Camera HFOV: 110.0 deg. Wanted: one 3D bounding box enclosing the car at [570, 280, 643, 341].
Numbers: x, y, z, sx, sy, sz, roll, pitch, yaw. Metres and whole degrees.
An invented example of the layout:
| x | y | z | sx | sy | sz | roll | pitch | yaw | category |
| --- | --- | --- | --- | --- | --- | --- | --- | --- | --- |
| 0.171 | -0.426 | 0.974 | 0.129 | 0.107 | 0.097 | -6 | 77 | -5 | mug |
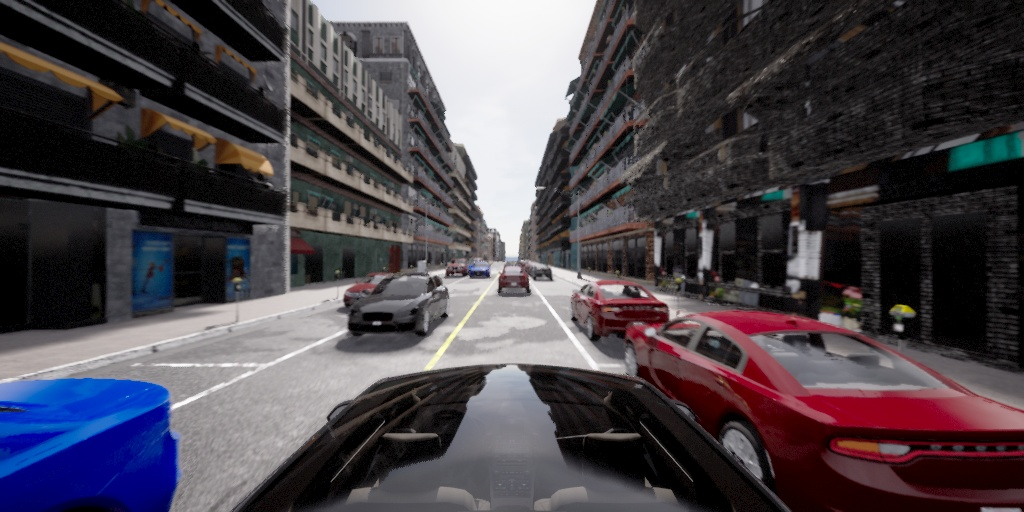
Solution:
| x | y | z | sx | sy | sz | roll | pitch | yaw | category |
| --- | --- | --- | --- | --- | --- | --- | --- | --- | --- |
| 2.692 | 1.324 | 9.851 | 1.888 | 1.381 | 4.507 | 0 | 0 | 0 | car |

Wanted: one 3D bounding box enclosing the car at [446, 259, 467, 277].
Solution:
| x | y | z | sx | sy | sz | roll | pitch | yaw | category |
| --- | --- | --- | --- | --- | --- | --- | --- | --- | --- |
| -5.687 | 1.197 | 38.185 | 2.192 | 1.841 | 5.009 | 0 | 0 | 0 | car |

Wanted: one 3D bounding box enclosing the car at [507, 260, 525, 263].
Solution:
| x | y | z | sx | sy | sz | roll | pitch | yaw | category |
| --- | --- | --- | --- | --- | --- | --- | --- | --- | --- |
| 0.105 | 1.243 | 41.041 | 2.097 | 1.767 | 4.553 | 0 | 0 | 0 | car |

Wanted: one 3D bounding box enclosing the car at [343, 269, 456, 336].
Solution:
| x | y | z | sx | sy | sz | roll | pitch | yaw | category |
| --- | --- | --- | --- | --- | --- | --- | --- | --- | --- |
| -3.051 | 1.286 | 10.589 | 1.837 | 1.490 | 4.892 | 0 | 0 | 0 | car |

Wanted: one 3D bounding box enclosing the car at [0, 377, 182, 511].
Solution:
| x | y | z | sx | sy | sz | roll | pitch | yaw | category |
| --- | --- | --- | --- | --- | --- | --- | --- | --- | --- |
| -3.094 | 1.223 | 0.190 | 1.882 | 1.535 | 5.008 | 0 | 0 | 0 | car |

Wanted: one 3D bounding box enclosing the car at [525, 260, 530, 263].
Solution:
| x | y | z | sx | sy | sz | roll | pitch | yaw | category |
| --- | --- | --- | --- | --- | --- | --- | --- | --- | --- |
| 2.694 | 1.432 | 38.163 | 2.007 | 1.370 | 4.403 | 0 | 0 | 0 | car |

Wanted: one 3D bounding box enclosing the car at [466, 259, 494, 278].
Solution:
| x | y | z | sx | sy | sz | roll | pitch | yaw | category |
| --- | --- | --- | --- | --- | --- | --- | --- | --- | --- |
| -3.090 | 1.350 | 35.464 | 1.882 | 1.535 | 5.008 | 0 | -1 | 0 | car |

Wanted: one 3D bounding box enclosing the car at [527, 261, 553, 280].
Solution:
| x | y | z | sx | sy | sz | roll | pitch | yaw | category |
| --- | --- | --- | --- | --- | --- | --- | --- | --- | --- |
| 2.693 | 1.412 | 32.501 | 2.007 | 1.370 | 4.403 | 0 | 0 | 0 | car |

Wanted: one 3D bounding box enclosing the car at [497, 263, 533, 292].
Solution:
| x | y | z | sx | sy | sz | roll | pitch | yaw | category |
| --- | --- | --- | --- | --- | --- | --- | --- | --- | --- |
| 0.108 | 1.347 | 21.587 | 1.812 | 1.442 | 4.674 | 0 | 0 | 0 | car |

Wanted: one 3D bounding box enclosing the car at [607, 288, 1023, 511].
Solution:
| x | y | z | sx | sy | sz | roll | pitch | yaw | category |
| --- | --- | --- | --- | --- | --- | --- | --- | --- | --- |
| 2.691 | 1.304 | 4.190 | 1.888 | 1.381 | 4.507 | 0 | 0 | 0 | car |
